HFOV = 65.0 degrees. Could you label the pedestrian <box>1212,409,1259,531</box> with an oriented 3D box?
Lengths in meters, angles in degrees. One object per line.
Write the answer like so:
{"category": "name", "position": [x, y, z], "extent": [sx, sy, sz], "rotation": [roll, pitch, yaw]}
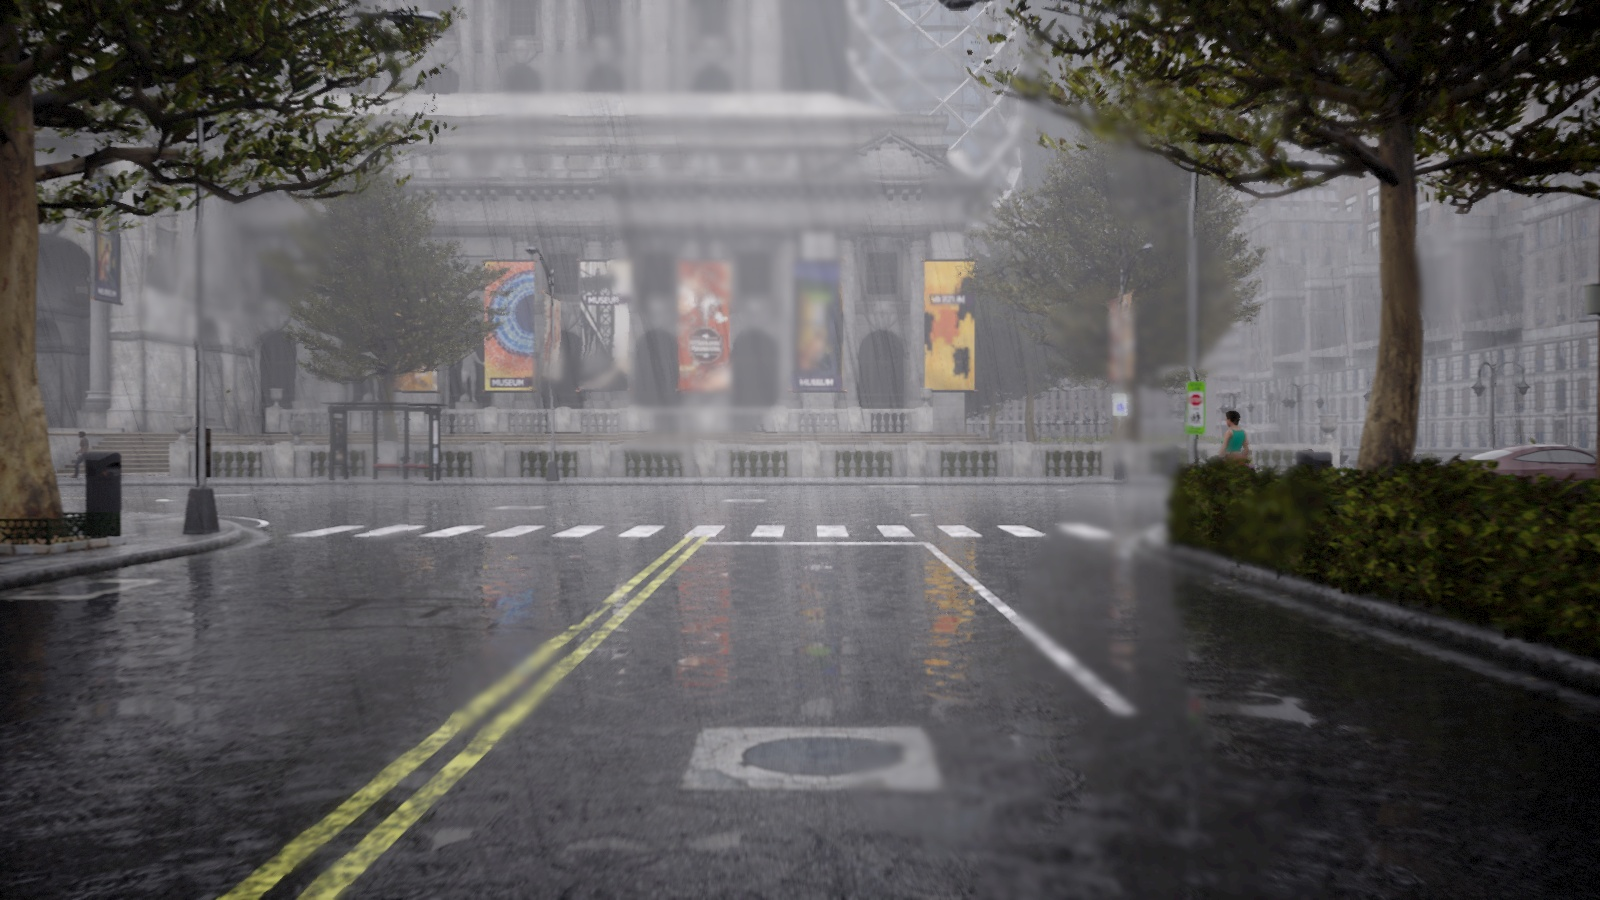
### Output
{"category": "pedestrian", "position": [6.689, 0.300, 19.294], "extent": [0.345, 1.836, 0.594], "rotation": [0, 0, -27]}

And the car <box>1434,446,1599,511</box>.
{"category": "car", "position": [17.272, 0.625, 28.644], "extent": [4.674, 1.442, 1.812], "rotation": [0, 0, 1]}

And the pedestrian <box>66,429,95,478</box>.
{"category": "pedestrian", "position": [-26.302, 0.123, 45.894], "extent": [0.869, 1.805, 0.328], "rotation": [0, 0, -9]}
